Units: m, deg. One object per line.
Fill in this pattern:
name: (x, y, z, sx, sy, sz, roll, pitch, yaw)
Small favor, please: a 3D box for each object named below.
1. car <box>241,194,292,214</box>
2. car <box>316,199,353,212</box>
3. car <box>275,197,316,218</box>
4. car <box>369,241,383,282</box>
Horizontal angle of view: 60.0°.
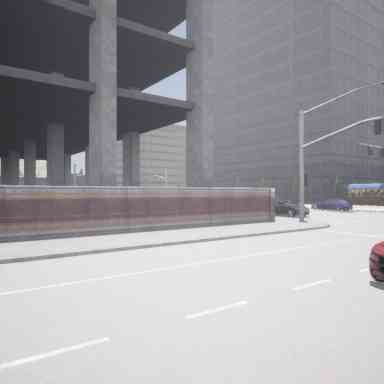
car: (8.223, 1.221, 37.318, 2.150, 2.045, 5.566, 0, 0, -36)
car: (16.174, 1.525, 38.492, 1.812, 1.442, 4.674, 0, 0, -35)
car: (8.547, 1.505, 30.860, 1.837, 1.490, 4.892, 0, 0, -35)
car: (6.550, 1.477, 8.658, 5.008, 1.535, 1.882, 0, 0, -36)
